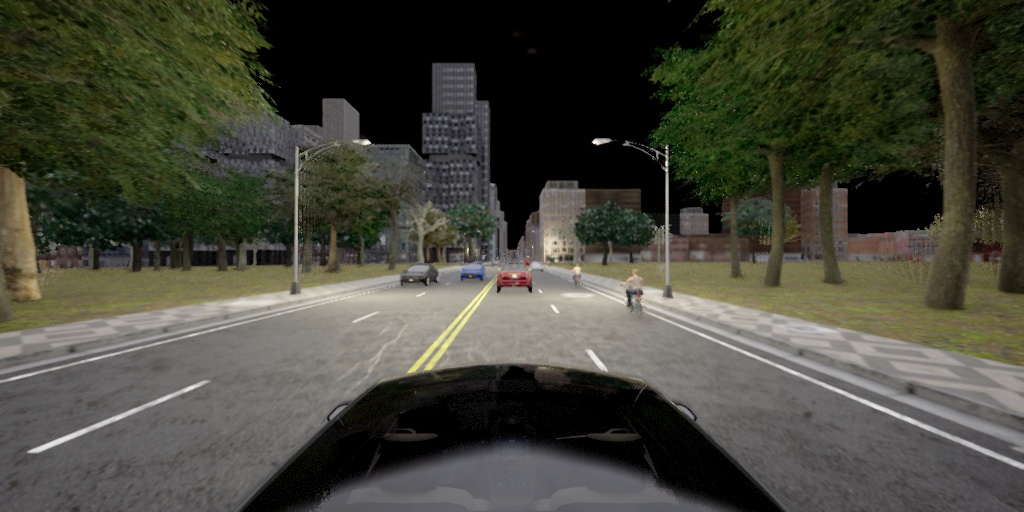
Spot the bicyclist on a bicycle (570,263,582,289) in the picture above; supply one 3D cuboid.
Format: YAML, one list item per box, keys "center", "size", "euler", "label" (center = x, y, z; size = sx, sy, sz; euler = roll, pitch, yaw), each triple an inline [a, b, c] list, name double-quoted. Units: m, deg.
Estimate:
- center: [4.213, 1.276, 23.253]
  size: [0.866, 1.612, 1.509]
  euler: [0, 0, 0]
  label: "bicyclist on a bicycle"

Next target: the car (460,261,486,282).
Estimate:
- center: [-3.279, 1.341, 30.780]
  size: [1.882, 1.535, 5.008]
  euler: [0, 0, 0]
  label: "car"

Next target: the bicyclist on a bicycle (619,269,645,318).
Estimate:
- center: [4.165, 1.230, 12.250]
  size: [0.866, 1.612, 1.509]
  euler: [0, 0, 0]
  label: "bicyclist on a bicycle"

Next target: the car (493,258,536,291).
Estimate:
- center: [0.148, 1.181, 22.416]
  size: [2.097, 1.767, 4.553]
  euler: [0, 0, 0]
  label: "car"

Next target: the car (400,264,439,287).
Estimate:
- center: [-6.543, 1.312, 25.808]
  size: [1.882, 1.535, 5.008]
  euler: [0, 0, 0]
  label: "car"

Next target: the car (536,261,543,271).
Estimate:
- center: [3.477, 1.510, 52.751]
  size: [1.812, 1.442, 4.674]
  euler: [0, 0, 0]
  label: "car"
